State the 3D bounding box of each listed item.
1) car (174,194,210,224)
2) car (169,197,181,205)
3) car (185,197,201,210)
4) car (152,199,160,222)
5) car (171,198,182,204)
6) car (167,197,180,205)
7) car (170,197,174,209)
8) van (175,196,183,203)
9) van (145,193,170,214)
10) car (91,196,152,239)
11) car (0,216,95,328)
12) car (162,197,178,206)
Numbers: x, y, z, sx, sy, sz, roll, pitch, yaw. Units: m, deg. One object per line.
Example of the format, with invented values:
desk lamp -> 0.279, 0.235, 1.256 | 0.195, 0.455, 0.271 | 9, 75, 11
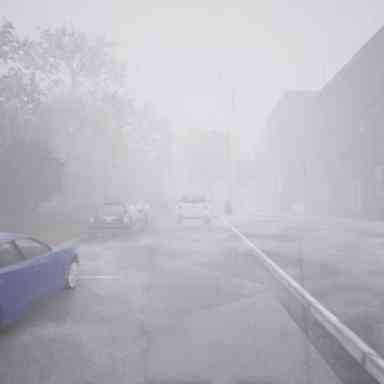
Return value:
car -> 0.095, 1.134, 23.682 | 2.150, 2.045, 5.566 | 0, 0, 0
car -> -3.661, 1.929, 72.744 | 2.097, 1.535, 5.008 | 0, -1, 2
car -> 0.090, 1.352, 40.930 | 1.837, 1.490, 4.892 | 0, 0, 0
car -> -3.658, 1.434, 22.658 | 2.002, 1.452, 4.674 | 0, 0, 2
car -> -3.665, 2.090, 78.348 | 2.163, 1.488, 4.792 | 0, -1, 2
car -> -3.652, 1.799, 67.184 | 2.097, 1.535, 5.008 | 1, -2, 2
car -> -3.663, 1.207, 39.341 | 2.185, 1.767, 4.553 | 0, 0, 2
van -> -3.648, 2.199, 95.154 | 1.878, 1.987, 4.442 | 1, -1, 2
van -> -3.657, 1.127, 33.918 | 1.878, 1.987, 4.442 | 0, 0, 2
car -> -3.659, 1.289, 17.059 | 2.185, 1.767, 4.553 | 0, 0, 2
car -> -3.655, 1.455, 5.944 | 2.097, 1.535, 5.008 | 0, 0, 2
car -> -3.648, 1.568, 56.077 | 2.163, 1.488, 4.792 | 1, -1, 2
